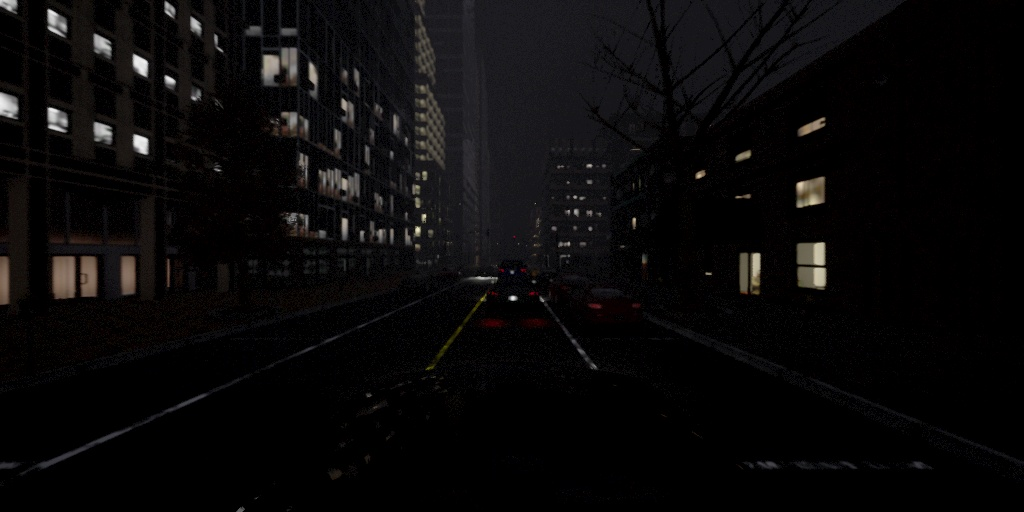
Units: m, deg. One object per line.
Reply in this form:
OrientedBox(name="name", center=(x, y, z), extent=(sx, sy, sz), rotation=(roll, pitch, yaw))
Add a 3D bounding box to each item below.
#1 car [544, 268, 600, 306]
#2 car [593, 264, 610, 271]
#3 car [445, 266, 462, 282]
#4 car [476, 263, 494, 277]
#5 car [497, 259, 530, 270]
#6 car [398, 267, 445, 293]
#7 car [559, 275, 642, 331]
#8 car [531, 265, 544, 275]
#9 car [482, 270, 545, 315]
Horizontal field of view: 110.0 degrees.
OrientedBox(name="car", center=(2.760, 1.459, 16.836), extent=(1.888, 1.381, 4.507), rotation=(0, 0, 0))
OrientedBox(name="car", center=(16.316, 2.046, 62.548), extent=(4.403, 1.370, 2.007), rotation=(0, 0, 1))
OrientedBox(name="car", center=(-5.817, 1.644, 33.827), extent=(1.888, 1.381, 4.507), rotation=(0, 0, 0))
OrientedBox(name="car", center=(-3.042, 1.753, 41.926), extent=(1.994, 1.385, 4.181), rotation=(0, -1, 0))
OrientedBox(name="car", center=(0.039, 1.259, 28.074), extent=(2.150, 2.045, 5.566), rotation=(0, 0, 1))
OrientedBox(name="car", center=(-5.791, 1.527, 22.538), extent=(2.007, 1.370, 4.403), rotation=(0, 0, 0))
OrientedBox(name="car", center=(2.725, 1.434, 11.193), extent=(1.802, 1.307, 4.207), rotation=(0, 0, 0))
OrientedBox(name="car", center=(2.823, 1.587, 28.124), extent=(2.007, 1.370, 4.403), rotation=(0, 0, 0))
OrientedBox(name="car", center=(0.051, 1.452, 14.418), extent=(1.994, 1.385, 4.181), rotation=(0, -1, 0))
